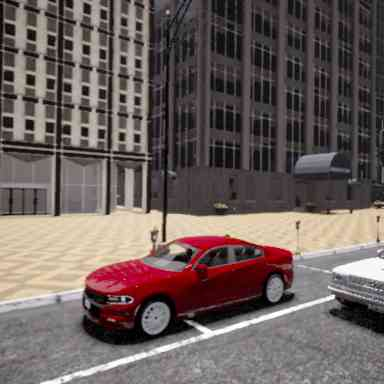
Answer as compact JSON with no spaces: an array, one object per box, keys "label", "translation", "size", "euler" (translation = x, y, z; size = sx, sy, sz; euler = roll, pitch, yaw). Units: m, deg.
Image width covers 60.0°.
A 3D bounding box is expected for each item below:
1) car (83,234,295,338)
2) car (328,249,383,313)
[{"label":"car","translation":[0.157,1.580,6.663],"size":[4.507,1.381,1.887],"euler":[1,0,-36]},{"label":"car","translation":[4.903,1.673,6.880],"size":[4.718,1.301,1.895],"euler":[1,0,-36]}]
